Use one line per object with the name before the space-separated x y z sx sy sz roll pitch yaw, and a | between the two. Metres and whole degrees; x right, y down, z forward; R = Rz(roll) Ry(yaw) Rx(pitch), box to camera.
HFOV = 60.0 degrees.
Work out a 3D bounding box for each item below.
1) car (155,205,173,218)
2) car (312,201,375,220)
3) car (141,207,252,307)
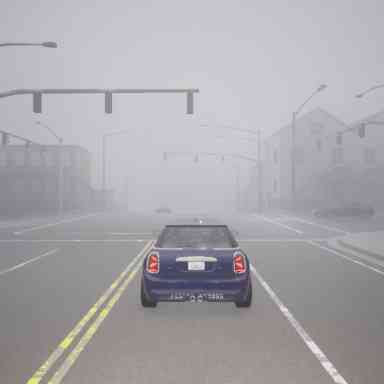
car | -3.558 2.570 42.599 1.895 1.301 4.718 0 -8 0
car | 12.557 1.491 27.645 4.902 1.511 2.128 0 0 -1
car | 0.093 1.352 8.116 2.097 1.767 4.553 0 0 0
